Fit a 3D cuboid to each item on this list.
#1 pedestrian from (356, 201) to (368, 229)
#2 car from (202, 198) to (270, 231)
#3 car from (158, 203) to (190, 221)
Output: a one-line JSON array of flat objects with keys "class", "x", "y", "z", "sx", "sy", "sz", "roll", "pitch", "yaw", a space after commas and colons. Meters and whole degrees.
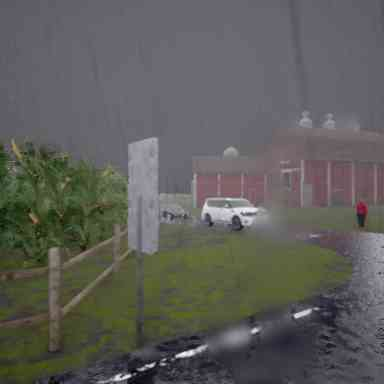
[{"class": "pedestrian", "x": 10.650, "y": 1.405, "z": 20.939, "sx": 0.375, "sy": 1.860, "sz": 0.375, "roll": -1, "pitch": 0, "yaw": -32}, {"class": "car", "x": 2.776, "y": 1.406, "z": 22.613, "sx": 2.150, "sy": 2.045, "sz": 5.566, "roll": 0, "pitch": -1, "yaw": -30}, {"class": "car", "x": -1.935, "y": 1.848, "z": 31.201, "sx": 1.837, "sy": 1.490, "sz": 4.892, "roll": 0, "pitch": -1, "yaw": -27}]
